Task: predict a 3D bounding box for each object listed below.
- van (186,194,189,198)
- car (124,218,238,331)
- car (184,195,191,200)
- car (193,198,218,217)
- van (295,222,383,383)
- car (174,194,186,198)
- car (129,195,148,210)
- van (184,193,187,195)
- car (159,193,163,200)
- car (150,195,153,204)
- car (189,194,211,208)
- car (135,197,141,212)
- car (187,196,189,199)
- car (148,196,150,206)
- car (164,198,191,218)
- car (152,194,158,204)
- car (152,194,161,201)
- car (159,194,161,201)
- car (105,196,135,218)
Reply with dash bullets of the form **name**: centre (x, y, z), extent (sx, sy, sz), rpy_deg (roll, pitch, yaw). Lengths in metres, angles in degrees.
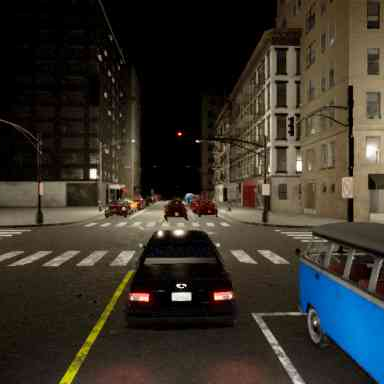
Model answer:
- **van**: centre (0.435, 1.339, 52.196), extent (1.690, 1.788, 3.998), rpy_deg (0, 0, -2)
- **car**: centre (-0.260, 1.547, 7.278), extent (2.033, 1.411, 5.357), rpy_deg (0, 0, -2)
- **car**: centre (-1.203, 1.530, 90.026), extent (1.887, 1.381, 4.507), rpy_deg (0, 0, -2)
- **car**: centre (1.371, 1.545, 30.578), extent (1.887, 1.381, 4.507), rpy_deg (0, 0, -2)
- **van**: centre (2.534, 1.341, 3.723), extent (1.690, 1.788, 3.998), rpy_deg (0, 0, -2)
- **car**: centre (-2.571, 1.543, 60.650), extent (2.033, 1.411, 5.357), rpy_deg (0, 0, -2)
- **car**: centre (-7.114, 1.315, 41.039), extent (2.192, 1.841, 5.009), rpy_deg (0, 0, -2)
- **van**: centre (-0.501, 1.332, 73.813), extent (1.690, 1.788, 3.998), rpy_deg (0, 0, -2)
- **car**: centre (-8.752, 1.304, 78.870), extent (2.192, 1.841, 5.009), rpy_deg (0, 0, -2)
- **car**: centre (-7.582, 1.564, 51.848), extent (1.947, 1.339, 4.313), rpy_deg (0, 0, -2)
- **car**: centre (1.137, 1.315, 35.982), extent (2.192, 1.841, 5.009), rpy_deg (0, 0, -2)
- **car**: centre (-6.873, 1.525, 35.465), extent (1.752, 1.417, 4.829), rpy_deg (0, 0, -2)
- **car**: centre (0.669, 1.544, 46.791), extent (1.887, 1.381, 4.507), rpy_deg (0, 0, -2)
- **car**: centre (-7.341, 1.524, 46.274), extent (1.752, 1.417, 4.829), rpy_deg (0, 0, -2)
- **car**: centre (-1.314, 1.526, 27.797), extent (1.812, 1.442, 4.674), rpy_deg (-1, 0, -4)
- **car**: centre (-8.050, 1.545, 62.657), extent (2.008, 1.369, 4.403), rpy_deg (0, 0, -2)
- **car**: centre (-8.986, 1.427, 84.275), extent (1.967, 1.590, 4.097), rpy_deg (0, 0, -2)
- **car**: centre (-8.518, 1.572, 73.466), extent (1.802, 1.307, 4.206), rpy_deg (0, 0, -2)
- **car**: centre (-6.646, 1.440, 30.231), extent (1.967, 1.590, 4.097), rpy_deg (0, 0, -2)
